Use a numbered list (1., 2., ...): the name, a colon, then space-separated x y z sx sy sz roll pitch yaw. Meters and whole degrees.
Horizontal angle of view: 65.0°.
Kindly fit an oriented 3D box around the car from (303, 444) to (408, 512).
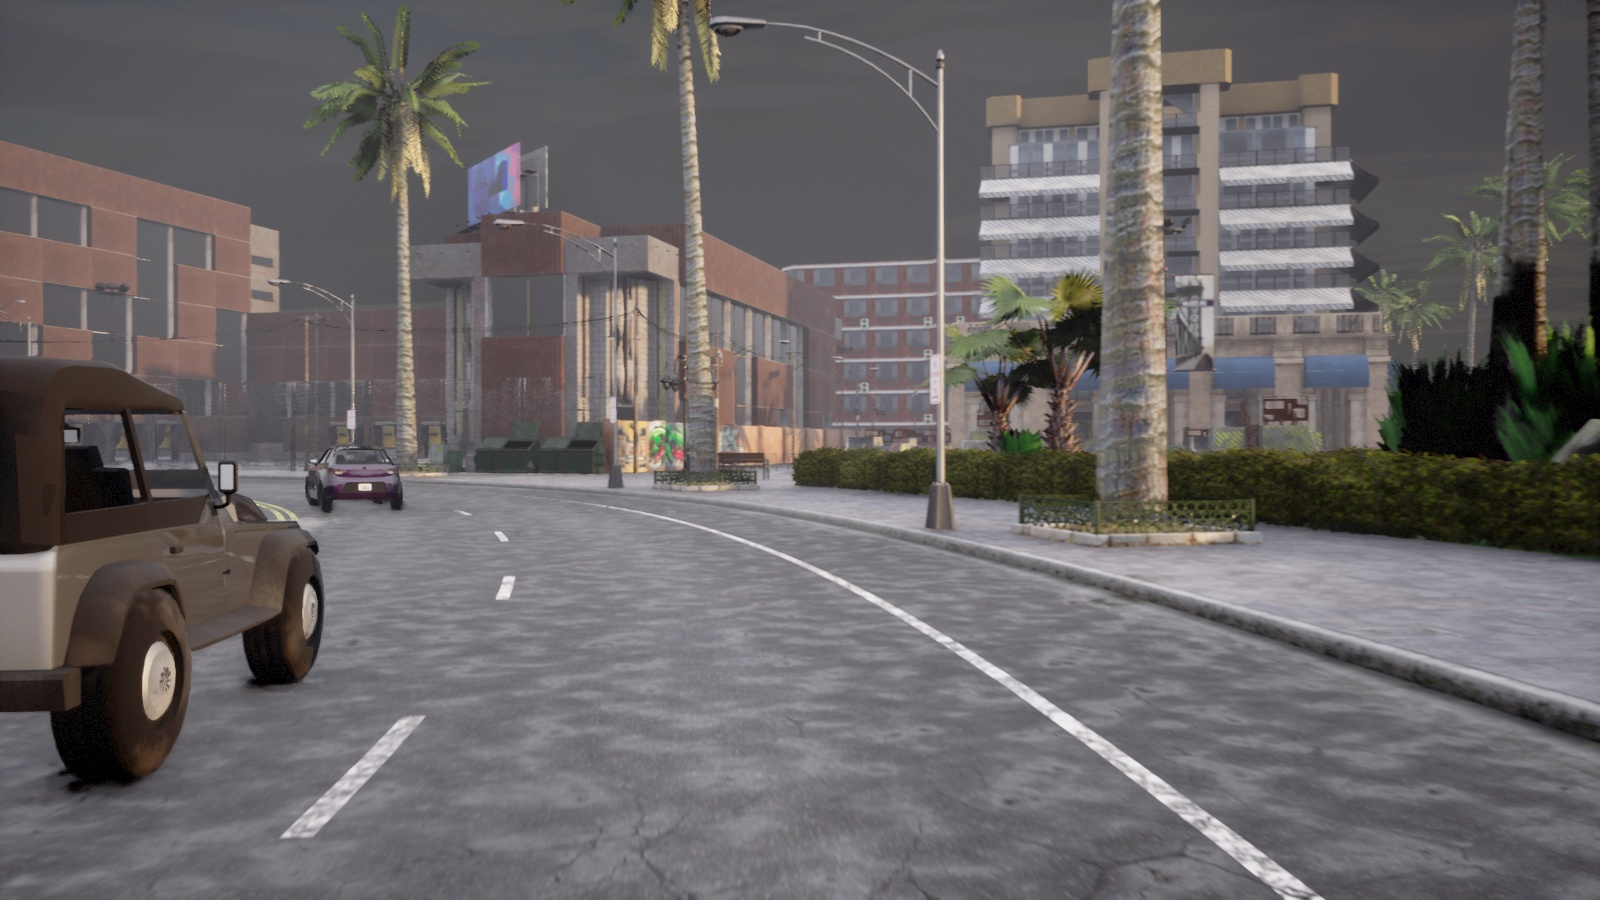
1. car: -10.504 0.593 29.496 1.816 1.474 4.193 0 0 -27

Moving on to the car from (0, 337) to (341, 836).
1. car: -3.909 0.505 6.585 1.905 1.878 3.866 0 0 -6
